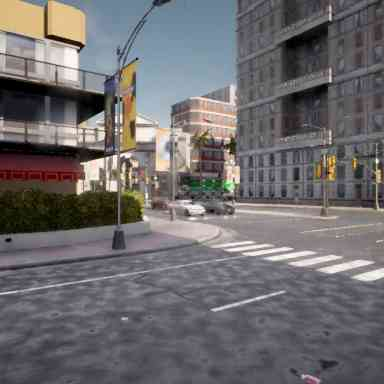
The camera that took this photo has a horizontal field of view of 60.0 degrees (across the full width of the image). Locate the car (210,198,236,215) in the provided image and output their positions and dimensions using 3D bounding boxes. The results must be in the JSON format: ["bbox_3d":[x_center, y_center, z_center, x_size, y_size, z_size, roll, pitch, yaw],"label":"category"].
[{"bbox_3d":[2.449,1.564,33.837,1.994,1.385,4.181,0,0,-35],"label":"car"}]

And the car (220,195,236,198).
[{"bbox_3d":[9.237,1.500,85.790,4.892,1.490,1.837,0,0,-35],"label":"car"}]

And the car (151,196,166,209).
[{"bbox_3d":[-3.417,1.352,42.211,2.097,1.767,4.553,0,0,-35],"label":"car"}]

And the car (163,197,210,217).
[{"bbox_3d":[-0.623,1.526,32.117,1.812,1.442,4.674,0,0,-35],"label":"car"}]
